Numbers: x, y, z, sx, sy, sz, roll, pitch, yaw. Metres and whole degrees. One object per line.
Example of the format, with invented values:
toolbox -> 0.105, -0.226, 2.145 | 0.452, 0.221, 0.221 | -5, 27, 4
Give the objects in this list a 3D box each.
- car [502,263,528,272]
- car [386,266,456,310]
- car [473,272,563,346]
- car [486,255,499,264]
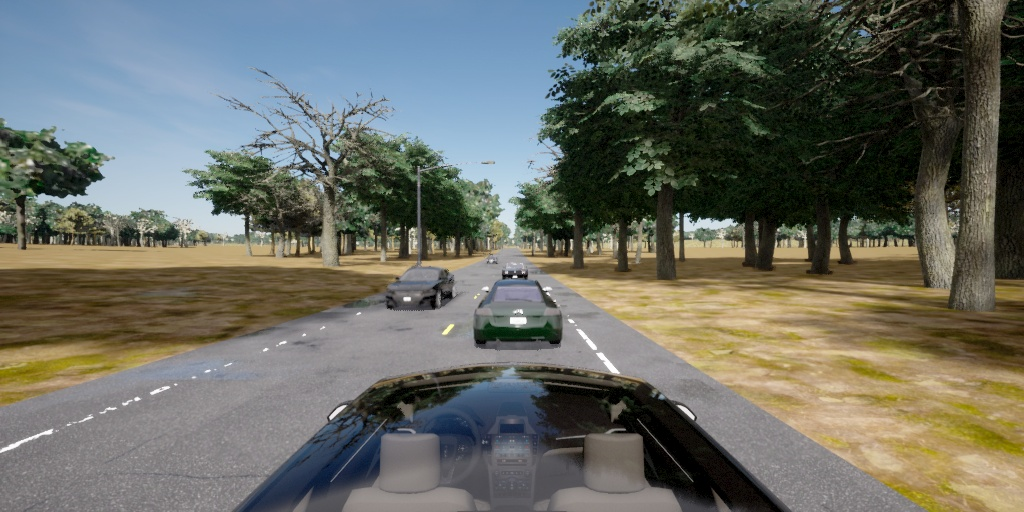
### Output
car -> 0.222, 1.158, 27.277 | 1.895, 1.301, 4.718 | 0, 1, 0
car -> -3.538, 1.166, 14.638 | 1.882, 1.535, 5.008 | 0, 0, 0
car -> 0.136, 1.293, 9.405 | 1.994, 1.385, 4.181 | 0, 0, 0
car -> -3.223, 0.589, 59.099 | 2.128, 1.511, 4.902 | 0, 1, 0
